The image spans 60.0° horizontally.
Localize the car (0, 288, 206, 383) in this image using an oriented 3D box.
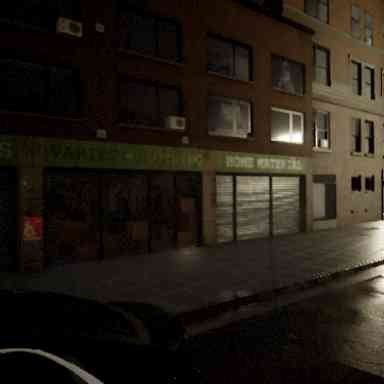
[{"bbox_3d":[-2.179,1.518,1.803,4.892,1.490,1.837,-1,0,-35],"label":"car"}]
